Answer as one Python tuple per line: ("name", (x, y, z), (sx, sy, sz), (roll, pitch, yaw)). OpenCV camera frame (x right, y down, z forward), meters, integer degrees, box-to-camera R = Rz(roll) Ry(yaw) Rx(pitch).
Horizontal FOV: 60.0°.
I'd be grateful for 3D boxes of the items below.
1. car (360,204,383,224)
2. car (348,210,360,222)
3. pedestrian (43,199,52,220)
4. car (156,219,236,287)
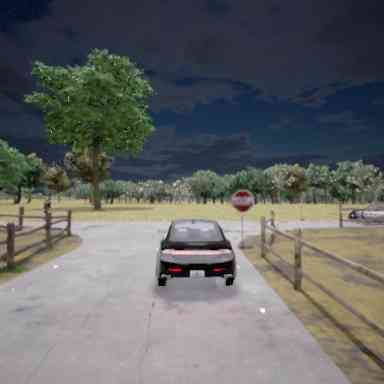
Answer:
("car", (14.217, 1.529, 22.102), (4.718, 1.301, 1.895), (0, -2, 2))
("car", (13.969, 1.564, 24.815), (4.181, 1.385, 1.994), (0, -1, 1))
("pedestrian", (-12.145, 1.433, 27.871), (0.375, 1.860, 0.375), (0, -1, 0))
("car", (0.040, 1.502, 9.354), (2.128, 1.511, 4.902), (0, 0, -2))
